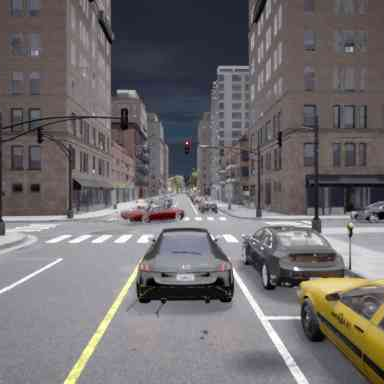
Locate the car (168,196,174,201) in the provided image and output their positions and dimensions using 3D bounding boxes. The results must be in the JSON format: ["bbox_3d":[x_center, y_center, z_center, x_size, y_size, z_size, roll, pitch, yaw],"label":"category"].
[{"bbox_3d":[-3.951,1.562,45.913,1.994,1.385,4.181,0,0,-2],"label":"car"}]

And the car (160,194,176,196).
[{"bbox_3d":[-4.207,1.543,56.278,2.033,1.411,5.357,0,0,-2],"label":"car"}]

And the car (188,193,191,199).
[{"bbox_3d":[0.933,1.307,69.837,2.192,1.841,5.009,0,0,-1],"label":"car"}]

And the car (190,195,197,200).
[{"bbox_3d":[0.364,1.510,92.727,1.752,1.417,4.829,0,0,-1],"label":"car"}]

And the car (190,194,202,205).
[{"bbox_3d":[1.215,1.435,58.477,1.967,1.590,4.097,0,0,-1],"label":"car"}]

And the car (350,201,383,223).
[{"bbox_3d":[13.930,1.402,23.830,4.902,1.511,2.128,0,0,-3],"label":"car"}]

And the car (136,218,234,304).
[{"bbox_3d":[-0.172,1.564,8.220,1.994,1.385,4.181,0,0,-1],"label":"car"}]

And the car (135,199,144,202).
[{"bbox_3d":[-6.380,1.524,41.066,1.752,1.417,4.829,0,0,-1],"label":"car"}]

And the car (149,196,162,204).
[{"bbox_3d":[-6.949,1.544,63.954,2.008,1.369,4.403,0,0,-1],"label":"car"}]

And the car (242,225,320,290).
[{"bbox_3d":[2.450,1.551,8.890,2.008,1.369,4.403,0,0,-1],"label":"car"}]

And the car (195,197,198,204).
[{"bbox_3d":[1.639,1.581,41.437,1.802,1.307,4.206,0,0,-1],"label":"car"}]

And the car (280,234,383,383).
[{"bbox_3d":[2.585,1.525,3.655,1.752,1.417,4.829,0,0,-1],"label":"car"}]

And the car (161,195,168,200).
[{"bbox_3d":[-7.654,1.567,92.352,1.802,1.307,4.206,0,0,-1],"label":"car"}]

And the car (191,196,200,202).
[{"bbox_3d":[0.792,1.556,75.517,1.947,1.339,4.313,0,0,-1],"label":"car"}]

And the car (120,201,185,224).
[{"bbox_3d":[-2.793,1.600,24.520,4.718,1.301,1.895,0,0,-42],"label":"car"}]

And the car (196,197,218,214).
[{"bbox_3d":[1.780,1.550,35.757,2.008,1.369,4.403,0,0,-1],"label":"car"}]

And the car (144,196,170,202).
[{"bbox_3d":[-3.704,1.504,36.010,1.837,1.490,4.892,0,0,-1],"label":"car"}]
